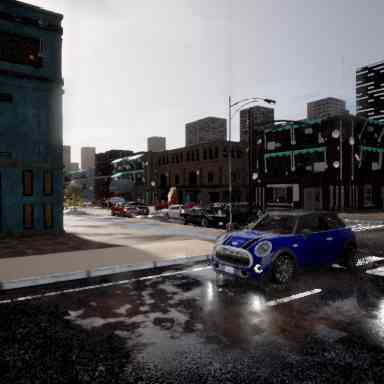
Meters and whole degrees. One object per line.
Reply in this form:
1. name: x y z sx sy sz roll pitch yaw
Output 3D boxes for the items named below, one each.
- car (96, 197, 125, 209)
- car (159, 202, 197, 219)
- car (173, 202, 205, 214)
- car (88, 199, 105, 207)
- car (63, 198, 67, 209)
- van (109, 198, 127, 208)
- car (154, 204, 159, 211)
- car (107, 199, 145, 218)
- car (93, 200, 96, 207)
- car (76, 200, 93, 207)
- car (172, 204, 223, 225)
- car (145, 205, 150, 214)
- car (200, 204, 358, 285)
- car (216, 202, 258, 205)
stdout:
1. car: -13.516 2.049 54.853 2.128 1.511 4.902 -1 0 -35
2. car: -0.906 1.898 31.549 1.895 1.301 4.718 -1 0 -35
3. car: -0.381 1.903 40.802 1.802 1.307 4.206 -2 0 -35
4. car: -19.594 2.228 67.891 1.887 1.381 4.507 -1 0 -35
5. car: -23.129 2.233 58.388 1.752 1.417 4.829 -1 0 -35
6. van: -13.195 1.907 58.861 1.690 1.788 3.998 -1 0 -35
7. car: -3.583 1.966 45.316 1.802 1.307 4.206 -2 0 -35
8. car: -7.219 1.846 35.952 1.967 1.590 4.097 -1 0 -35
9. car: -16.398 1.940 63.376 2.192 1.841 5.009 -1 0 -35
10. car: -21.604 2.307 66.261 1.895 1.301 4.718 -1 0 -35
11. car: 0.713 1.814 24.563 1.947 1.339 4.313 -1 0 -35
12. car: -6.814 1.918 39.890 1.837 1.490 4.892 -1 0 -35
13. car: 2.763 1.351 9.633 4.553 1.767 2.097 0 0 -35
14. car: 4.189 1.547 24.246 2.097 1.767 4.553 -1 0 -34
